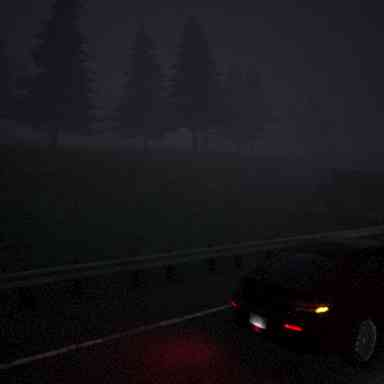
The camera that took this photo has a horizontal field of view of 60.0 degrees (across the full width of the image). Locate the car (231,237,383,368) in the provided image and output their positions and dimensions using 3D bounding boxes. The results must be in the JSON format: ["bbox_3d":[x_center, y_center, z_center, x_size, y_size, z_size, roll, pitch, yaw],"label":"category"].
[{"bbox_3d":[2.735,1.515,5.698,4.674,1.442,1.812,0,0,-35],"label":"car"}]
